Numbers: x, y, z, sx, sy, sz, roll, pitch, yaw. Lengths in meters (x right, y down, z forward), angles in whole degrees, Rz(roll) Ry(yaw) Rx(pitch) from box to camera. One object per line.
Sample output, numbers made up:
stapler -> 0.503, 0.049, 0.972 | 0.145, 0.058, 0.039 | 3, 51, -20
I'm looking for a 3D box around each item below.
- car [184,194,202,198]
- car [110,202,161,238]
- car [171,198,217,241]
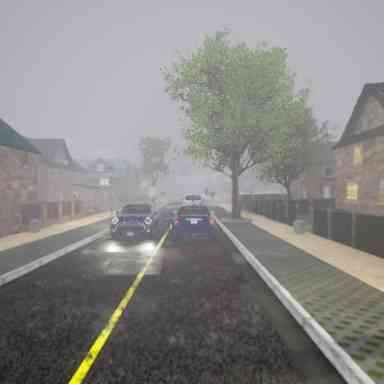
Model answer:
car -> 0.093, 1.213, 33.876 | 2.150, 2.045, 5.566 | 0, 0, 0
car -> -2.853, 1.349, 17.576 | 2.097, 1.767, 4.553 | 0, 0, 0
car -> 0.095, 1.350, 16.858 | 2.097, 1.767, 4.553 | 0, 0, 0
